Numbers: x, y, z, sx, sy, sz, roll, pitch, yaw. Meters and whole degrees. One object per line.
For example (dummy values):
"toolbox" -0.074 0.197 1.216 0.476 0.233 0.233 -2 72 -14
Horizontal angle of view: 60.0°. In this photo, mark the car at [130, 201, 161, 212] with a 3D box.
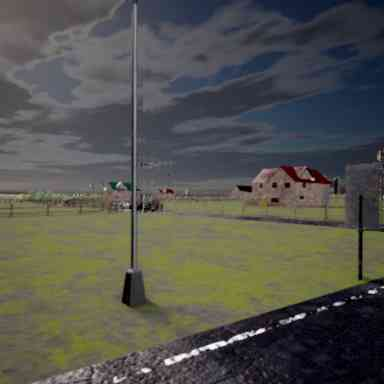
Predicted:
"car" -6.679 2.092 47.740 1.994 1.385 4.181 2 -2 -36

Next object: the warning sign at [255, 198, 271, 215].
"warning sign" 7.828 1.572 36.833 1.300 1.860 1.060 3 -2 -36

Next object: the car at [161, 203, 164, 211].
"car" -6.278 2.117 52.061 1.882 1.535 5.008 2 -2 -35

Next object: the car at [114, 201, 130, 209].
"car" -12.546 2.294 60.579 1.812 1.442 4.674 2 -2 -36

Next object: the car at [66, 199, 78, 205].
"car" -32.266 2.596 89.258 2.097 1.767 4.553 2 -2 -36
